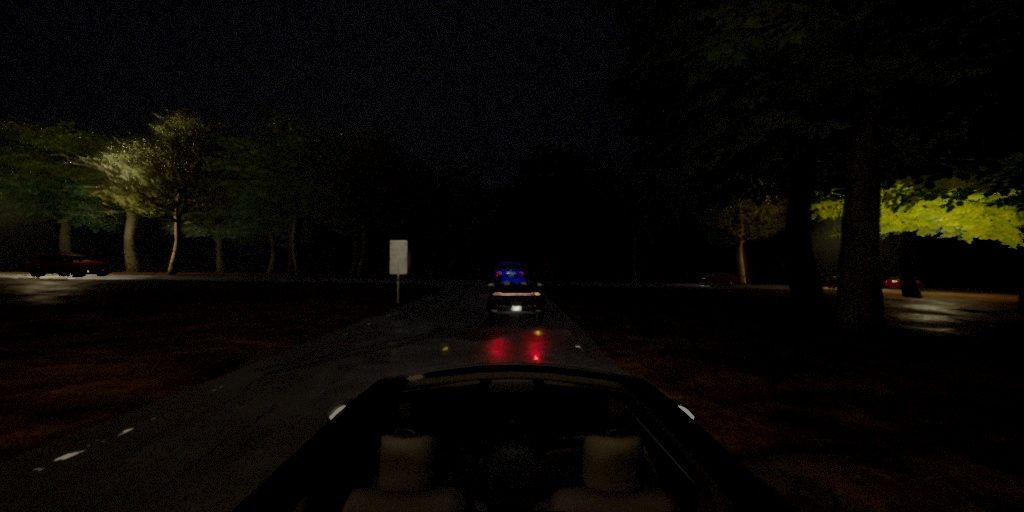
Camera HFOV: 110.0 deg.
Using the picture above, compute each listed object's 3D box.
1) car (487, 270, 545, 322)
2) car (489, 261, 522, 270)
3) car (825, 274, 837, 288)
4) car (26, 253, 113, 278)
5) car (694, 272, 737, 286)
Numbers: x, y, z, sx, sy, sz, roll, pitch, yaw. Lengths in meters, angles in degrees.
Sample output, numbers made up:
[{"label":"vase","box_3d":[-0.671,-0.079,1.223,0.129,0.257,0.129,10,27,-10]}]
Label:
[{"label":"car","box_3d":[0.117,1.415,13.161,2.128,1.511,4.902,0,-1,-1]},{"label":"car","box_3d":[-0.442,1.433,26.626,2.150,2.045,5.566,0,-1,-7]},{"label":"car","box_3d":[40.646,3.250,43.341,4.674,1.442,1.812,2,-1,-15]},{"label":"car","box_3d":[-38.474,0.835,31.230,5.566,2.045,2.150,1,-1,-2]},{"label":"car","box_3d":[24.178,2.689,42.574,5.008,1.535,1.882,2,-1,-13]}]
